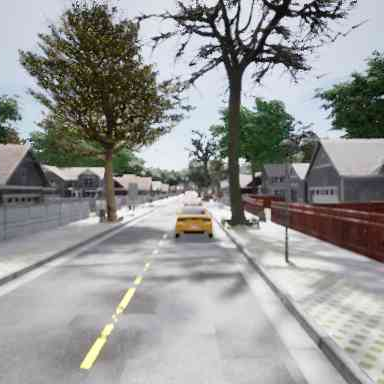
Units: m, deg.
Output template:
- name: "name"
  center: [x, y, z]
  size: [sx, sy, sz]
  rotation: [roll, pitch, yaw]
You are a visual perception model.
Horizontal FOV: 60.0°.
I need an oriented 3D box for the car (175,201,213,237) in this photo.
- name: "car"
  center: [0.100, 1.497, 18.191]
  size: [1.882, 1.535, 5.008]
  rotation: [0, 0, 0]
